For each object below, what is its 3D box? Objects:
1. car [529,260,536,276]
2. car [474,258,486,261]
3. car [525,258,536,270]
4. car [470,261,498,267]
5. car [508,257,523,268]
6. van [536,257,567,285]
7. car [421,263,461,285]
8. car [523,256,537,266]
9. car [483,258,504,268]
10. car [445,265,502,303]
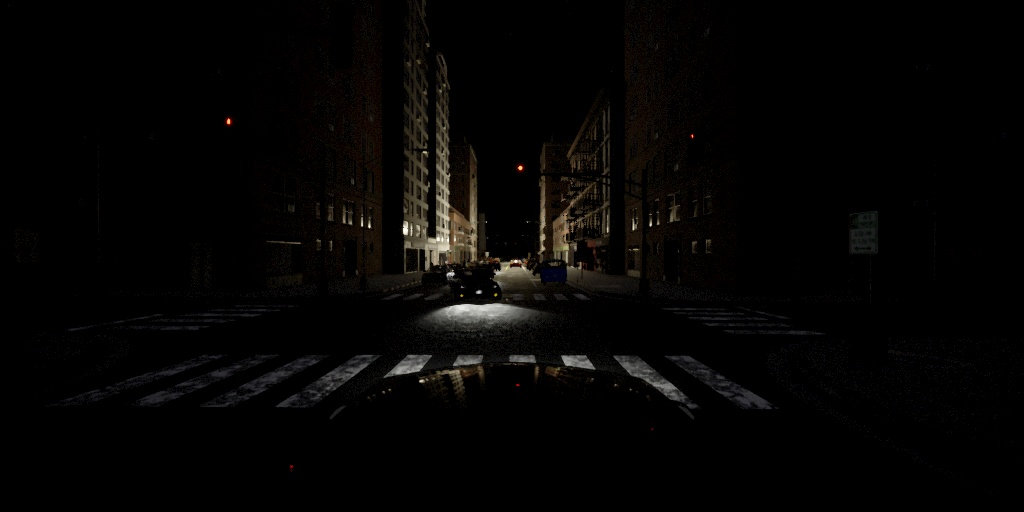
[{"bbox_3d":[2.962,1.329,36.757,1.802,1.307,4.207,0,0,1],"label":"car"},{"bbox_3d":[-4.957,1.268,48.019,1.751,1.417,4.829,0,0,1],"label":"car"},{"bbox_3d":[3.069,1.325,48.120,1.802,1.307,4.207,0,0,1],"label":"car"},{"bbox_3d":[-2.563,1.348,32.541,1.895,1.301,4.718,0,0,1],"label":"car"},{"bbox_3d":[0.639,1.336,59.078,1.895,1.301,4.718,0,0,1],"label":"car"},{"bbox_3d":[2.855,1.089,25.395,1.690,1.789,3.998,0,0,1],"label":"van"},{"bbox_3d":[-5.170,1.299,25.462,2.007,1.370,4.403,0,0,1],"label":"car"},{"bbox_3d":[3.123,1.054,53.801,2.192,1.841,5.009,0,0,1],"label":"car"},{"bbox_3d":[-2.411,1.344,47.535,1.895,1.301,4.718,0,0,1],"label":"car"},{"bbox_3d":[-1.857,1.310,16.768,1.994,1.385,4.181,0,0,-14],"label":"car"}]
